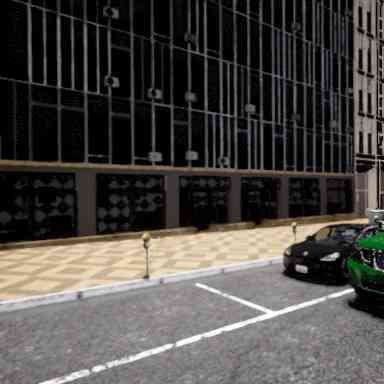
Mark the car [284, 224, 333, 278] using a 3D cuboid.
[{"bbox_3d":[4.585,1.617,9.804,4.313,1.339,1.947,0,-1,-35],"label":"car"}]

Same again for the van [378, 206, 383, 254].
[{"bbox_3d":[9.177,1.424,13.088,3.998,1.788,1.690,0,-1,-35],"label":"van"}]

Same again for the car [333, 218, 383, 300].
[{"bbox_3d":[5.786,1.274,7.412,5.566,2.045,2.150,1,-1,-35],"label":"car"}]
